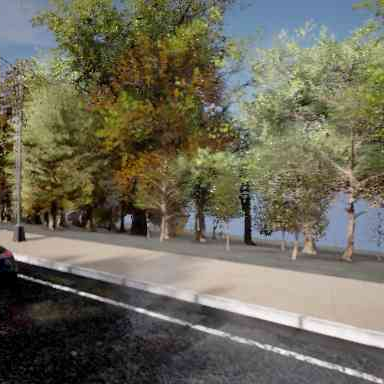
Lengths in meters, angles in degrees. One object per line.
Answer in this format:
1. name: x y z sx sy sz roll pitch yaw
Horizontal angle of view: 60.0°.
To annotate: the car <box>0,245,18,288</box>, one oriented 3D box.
1. car: -6.006 1.507 7.868 4.181 1.385 1.994 0 0 35
